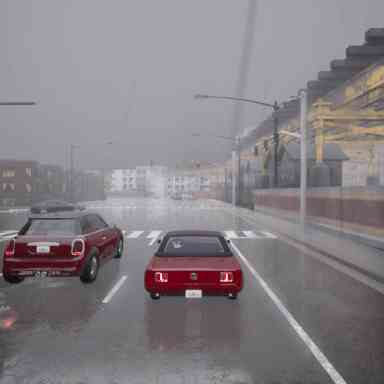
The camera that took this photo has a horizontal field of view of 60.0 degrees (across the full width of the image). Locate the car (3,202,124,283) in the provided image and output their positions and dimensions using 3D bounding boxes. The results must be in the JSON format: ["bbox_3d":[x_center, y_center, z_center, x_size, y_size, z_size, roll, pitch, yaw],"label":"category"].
[{"bbox_3d":[-3.449,1.352,9.857,2.097,1.767,4.553,0,0,0],"label":"car"}]

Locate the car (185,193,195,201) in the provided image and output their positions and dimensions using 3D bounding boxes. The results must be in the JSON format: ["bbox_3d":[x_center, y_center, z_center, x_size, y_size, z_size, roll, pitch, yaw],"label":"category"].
[{"bbox_3d":[-0.210,1.591,87.262,1.895,1.301,4.718,0,0,-3],"label":"car"}]

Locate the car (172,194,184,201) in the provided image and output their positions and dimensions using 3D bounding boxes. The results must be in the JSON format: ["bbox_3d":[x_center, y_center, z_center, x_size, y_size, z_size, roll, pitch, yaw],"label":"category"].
[{"bbox_3d":[-3.695,1.593,86.133,1.895,1.301,4.718,0,0,-3],"label":"car"}]

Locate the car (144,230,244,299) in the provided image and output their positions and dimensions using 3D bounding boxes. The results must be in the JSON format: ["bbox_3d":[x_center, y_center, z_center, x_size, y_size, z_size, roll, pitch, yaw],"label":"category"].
[{"bbox_3d":[0.047,1.601,8.387,1.895,1.301,4.718,0,0,0],"label":"car"}]

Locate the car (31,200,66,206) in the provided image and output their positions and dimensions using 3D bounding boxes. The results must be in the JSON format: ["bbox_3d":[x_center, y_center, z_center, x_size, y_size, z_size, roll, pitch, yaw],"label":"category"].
[{"bbox_3d":[-12.800,1.505,31.884,4.892,1.490,1.837,0,1,-28],"label":"car"}]
